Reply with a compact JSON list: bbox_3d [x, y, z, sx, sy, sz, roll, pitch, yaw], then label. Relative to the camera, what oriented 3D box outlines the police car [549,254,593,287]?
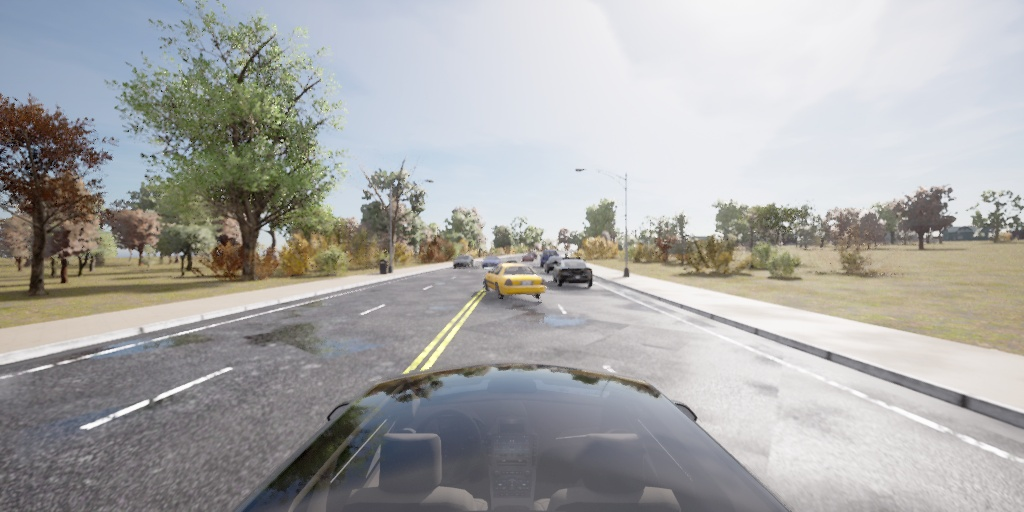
[{"bbox_3d":[3.564,0.878,21.577,1.930,1.638,5.238,0,1,2],"label":"police car"}]

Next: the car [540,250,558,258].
[{"bbox_3d":[4.554,0.318,43.319,2.150,2.045,5.566,0,1,3],"label":"car"}]

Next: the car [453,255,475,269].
[{"bbox_3d":[-5.426,0.654,40.813,1.837,1.490,4.892,0,1,3],"label":"car"}]

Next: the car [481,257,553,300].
[{"bbox_3d":[-0.046,0.991,16.321,1.801,1.575,5.366,0,1,-14],"label":"car"}]

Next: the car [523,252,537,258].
[{"bbox_3d":[2.939,0.303,64.165,1.994,1.385,4.181,0,1,6],"label":"car"}]

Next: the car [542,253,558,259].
[{"bbox_3d":[3.972,0.784,32.383,1.837,1.490,4.892,0,1,3],"label":"car"}]
